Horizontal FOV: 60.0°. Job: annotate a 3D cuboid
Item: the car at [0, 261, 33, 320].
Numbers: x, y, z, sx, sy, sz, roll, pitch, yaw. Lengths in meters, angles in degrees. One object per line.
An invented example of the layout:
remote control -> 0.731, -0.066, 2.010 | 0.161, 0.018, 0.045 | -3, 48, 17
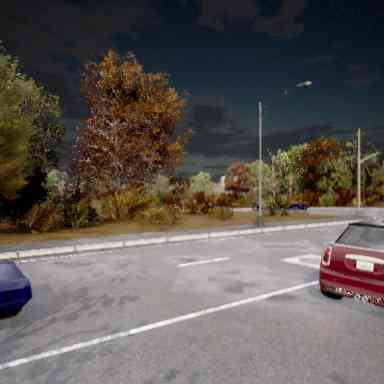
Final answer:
car -> -4.994, 1.608, 4.733 | 4.718, 1.301, 1.895 | 0, 0, -35

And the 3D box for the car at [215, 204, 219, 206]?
car -> 3.140, 2.689, 60.362 | 1.882, 1.535, 5.008 | 0, -3, -31

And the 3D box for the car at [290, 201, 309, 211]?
car -> 13.138, 1.880, 44.231 | 1.895, 1.301, 4.718 | 0, -2, -32

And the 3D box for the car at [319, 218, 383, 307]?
car -> 4.809, 1.324, 7.119 | 4.553, 1.767, 2.097 | 0, 0, -35

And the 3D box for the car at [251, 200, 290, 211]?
car -> 9.746, 1.807, 43.057 | 2.128, 1.511, 4.902 | 0, -2, -32
